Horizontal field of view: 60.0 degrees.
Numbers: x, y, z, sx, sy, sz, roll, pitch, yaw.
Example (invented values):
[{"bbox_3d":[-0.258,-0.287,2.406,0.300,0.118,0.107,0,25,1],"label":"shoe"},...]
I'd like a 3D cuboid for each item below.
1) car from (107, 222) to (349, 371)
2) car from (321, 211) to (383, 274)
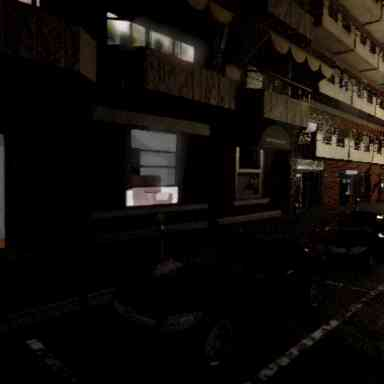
[{"bbox_3d":[0.714,1.304,5.291,1.802,1.307,4.206,4,3,44],"label":"car"},{"bbox_3d":[4.630,1.223,9.297,1.802,1.307,4.206,4,3,44],"label":"car"}]
